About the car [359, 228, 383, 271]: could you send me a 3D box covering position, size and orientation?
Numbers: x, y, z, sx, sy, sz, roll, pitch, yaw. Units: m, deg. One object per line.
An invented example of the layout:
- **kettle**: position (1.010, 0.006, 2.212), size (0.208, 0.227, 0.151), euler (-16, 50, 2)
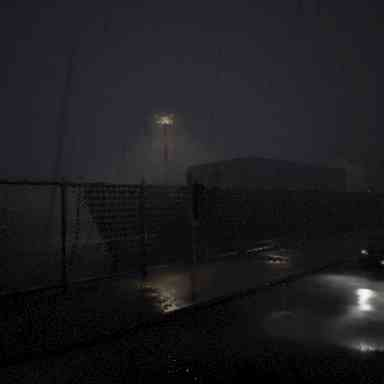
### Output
- **car**: position (7.669, 1.954, 12.031), size (4.674, 1.442, 1.812), euler (1, -5, -44)
